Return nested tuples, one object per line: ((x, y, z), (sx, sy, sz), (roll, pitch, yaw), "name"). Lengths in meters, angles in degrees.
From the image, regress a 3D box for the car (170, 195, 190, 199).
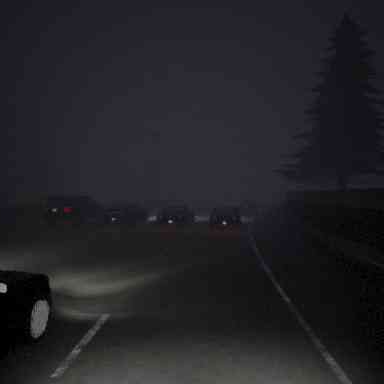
((-2.362, 1.441, 78.835), (1.882, 1.535, 5.008), (0, 0, 30), "car")

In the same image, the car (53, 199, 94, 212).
((-14.808, 1.600, 41.876), (2.033, 1.411, 5.357), (0, 0, 17), "car")

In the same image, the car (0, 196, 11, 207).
((-21.780, 1.587, 42.962), (2.033, 1.411, 5.357), (0, 0, 16), "car")

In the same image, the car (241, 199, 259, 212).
((6.839, 1.623, 39.991), (1.812, 1.442, 4.674), (0, 0, 18), "car")

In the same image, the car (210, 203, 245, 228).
((2.429, 1.654, 22.974), (1.895, 1.301, 4.718), (0, 0, 10), "car")

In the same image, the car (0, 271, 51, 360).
((-3.246, 1.478, 3.392), (1.882, 1.535, 5.008), (0, 0, 2), "car")

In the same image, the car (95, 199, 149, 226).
((-4.568, 1.530, 23.543), (2.128, 1.511, 4.902), (0, 0, 10), "car")

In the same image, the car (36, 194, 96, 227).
((-8.156, 1.252, 23.523), (2.150, 2.045, 5.566), (0, 0, 10), "car")

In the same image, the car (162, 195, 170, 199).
((-5.355, 1.481, 80.649), (1.812, 1.442, 4.674), (0, 0, 30), "car")

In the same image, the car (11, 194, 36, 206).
((-18.760, 1.262, 40.737), (2.150, 2.045, 5.566), (0, 0, 16), "car")

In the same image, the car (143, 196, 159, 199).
((-9.883, 1.585, 79.840), (1.882, 1.535, 5.008), (0, 0, 28), "car")

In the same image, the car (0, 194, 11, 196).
((-25.494, 1.254, 42.557), (2.150, 2.045, 5.566), (0, 0, 16), "car")

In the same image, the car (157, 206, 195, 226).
((-0.991, 1.648, 23.810), (1.895, 1.301, 4.718), (0, 0, 10), "car")
